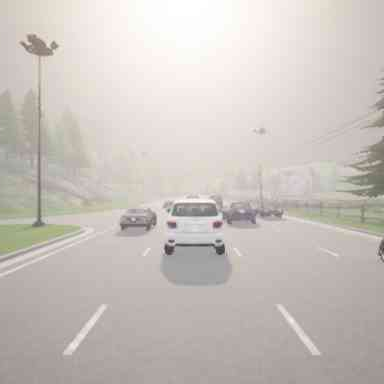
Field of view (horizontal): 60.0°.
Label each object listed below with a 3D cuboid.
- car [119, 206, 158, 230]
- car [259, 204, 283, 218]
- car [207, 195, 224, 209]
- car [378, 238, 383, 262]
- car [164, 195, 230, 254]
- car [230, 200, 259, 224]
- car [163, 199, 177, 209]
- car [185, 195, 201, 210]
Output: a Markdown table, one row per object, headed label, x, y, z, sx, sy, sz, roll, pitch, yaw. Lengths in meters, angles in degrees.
| label | x | y | z | sx | sy | sz | roll | pitch | yaw |
| --- | --- | --- | --- | --- | --- | --- | --- | --- | --- |
| car | -3.397 | 1.654 | 21.798 | 2.033 | 1.411 | 5.357 | 0 | 0 | 0 |
| car | 7.103 | 1.755 | 31.459 | 1.895 | 1.301 | 4.718 | 0 | 0 | 0 |
| car | 3.606 | 1.475 | 51.799 | 2.150 | 2.045 | 5.566 | 0 | 0 | 0 |
| car | 7.102 | 1.610 | 9.234 | 1.994 | 1.385 | 4.181 | 0 | 0 | 0 |
| car | 0.102 | 1.291 | 13.953 | 2.150 | 2.045 | 5.566 | 0 | 0 | 0 |
| car | 3.604 | 1.480 | 26.120 | 2.097 | 1.767 | 4.553 | 0 | 0 | 0 |
| car | -3.393 | 1.779 | 51.798 | 1.812 | 1.442 | 4.674 | 0 | 0 | 0 |
| car | 0.106 | 1.457 | 48.250 | 2.150 | 2.045 | 5.566 | 0 | 0 | 0 |
